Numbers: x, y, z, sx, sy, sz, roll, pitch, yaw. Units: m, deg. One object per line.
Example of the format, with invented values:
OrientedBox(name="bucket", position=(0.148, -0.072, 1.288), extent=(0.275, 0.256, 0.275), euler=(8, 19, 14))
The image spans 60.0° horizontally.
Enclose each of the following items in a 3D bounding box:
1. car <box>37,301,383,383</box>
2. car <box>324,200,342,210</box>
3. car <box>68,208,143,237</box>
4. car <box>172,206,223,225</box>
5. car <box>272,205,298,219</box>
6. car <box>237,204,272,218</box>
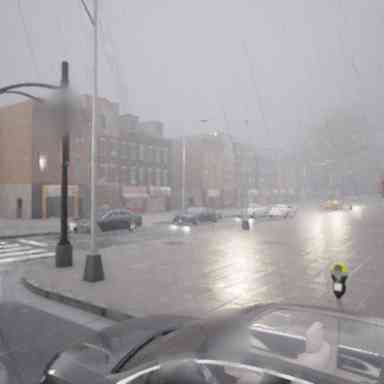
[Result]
OrientedBox(name="car", position=(0.600, 1.555, 2.368), extent=(4.403, 1.369, 2.008), euler=(0, 1, 36))
OrientedBox(name="car", position=(22.926, 2.100, 53.995), extent=(1.882, 1.535, 5.008), euler=(1, 1, 36))
OrientedBox(name="car", position=(-5.120, 1.749, 20.058), extent=(2.128, 1.511, 4.902), euler=(1, 0, 36))
OrientedBox(name="car", position=(0.635, 1.936, 28.066), extent=(2.033, 1.411, 5.357), euler=(1, 0, 36))
OrientedBox(name="car", position=(9.831, 2.078, 35.814), extent=(1.812, 1.442, 4.674), euler=(1, 0, 36))
OrientedBox(name="car", position=(6.635, 2.036, 36.386), extent=(1.812, 1.442, 4.674), euler=(1, 0, 36))
